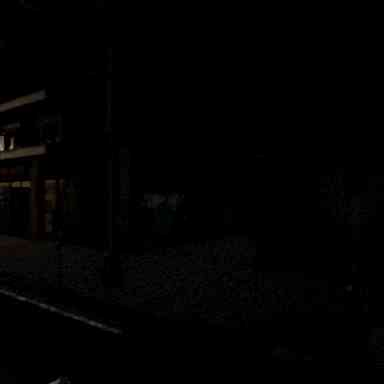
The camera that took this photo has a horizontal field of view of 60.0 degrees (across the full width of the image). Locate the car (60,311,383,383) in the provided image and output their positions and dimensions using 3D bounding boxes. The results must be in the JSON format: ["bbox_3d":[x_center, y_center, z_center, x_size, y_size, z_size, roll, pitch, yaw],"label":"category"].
[{"bbox_3d":[0.767,1.582,2.310,4.206,1.307,1.802,0,-1,36],"label":"car"}]
